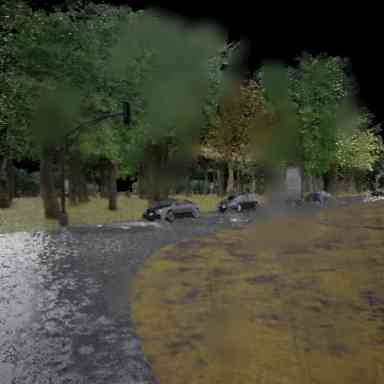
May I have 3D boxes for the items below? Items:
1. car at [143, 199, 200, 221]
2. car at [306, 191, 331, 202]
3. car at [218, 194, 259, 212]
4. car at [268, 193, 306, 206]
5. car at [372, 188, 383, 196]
[{"bbox_3d":[-1.318,1.176,22.534,1.994,1.385,4.181,-2,0,40],"label":"car"},{"bbox_3d":[17.149,0.566,45.074,2.033,1.411,5.357,-2,0,40],"label":"car"},{"bbox_3d":[4.153,0.935,29.251,1.837,1.490,4.892,-2,0,39],"label":"car"},{"bbox_3d":[10.365,0.778,36.835,2.033,1.411,5.357,-2,0,39],"label":"car"},{"bbox_3d":[33.816,0.054,59.681,2.033,1.411,5.357,-2,-1,39],"label":"car"}]
